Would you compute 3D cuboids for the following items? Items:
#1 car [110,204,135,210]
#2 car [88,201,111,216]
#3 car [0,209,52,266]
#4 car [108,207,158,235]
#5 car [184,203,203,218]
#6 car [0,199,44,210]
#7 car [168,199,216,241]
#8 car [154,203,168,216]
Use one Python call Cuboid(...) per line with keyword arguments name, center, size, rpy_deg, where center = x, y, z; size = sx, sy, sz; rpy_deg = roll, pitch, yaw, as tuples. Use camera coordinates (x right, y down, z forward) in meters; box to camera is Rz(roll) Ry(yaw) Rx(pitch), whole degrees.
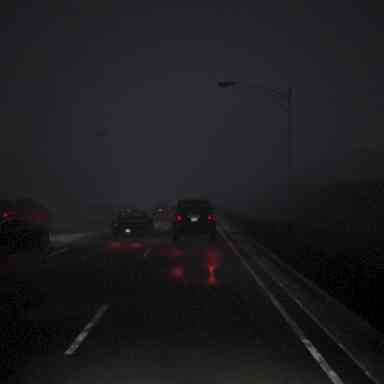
Cuboid(name="car", center=(-6.836, 1.918, 34.947), size=(1.895, 1.301, 4.718), rpy_deg=(0, -1, 0))
Cuboid(name="car", center=(-10.332, 1.821, 37.900), size=(1.882, 1.535, 5.008), rpy_deg=(0, -1, 0))
Cuboid(name="car", center=(-6.900, 1.601, 11.992), size=(2.128, 1.511, 4.902), rpy_deg=(0, -1, 0))
Cuboid(name="car", center=(-3.397, 1.782, 19.886), size=(1.895, 1.301, 4.718), rpy_deg=(0, -1, 0))
Cuboid(name="car", center=(0.164, 1.918, 34.935), size=(1.895, 1.301, 4.718), rpy_deg=(0, -1, 0))
Cuboid(name="car", center=(-10.397, 1.402, 19.873), size=(2.150, 2.045, 5.566), rpy_deg=(0, -1, 0))
Cuboid(name="car", center=(0.103, 1.384, 17.900), size=(2.150, 2.045, 5.566), rpy_deg=(0, -1, 0))
Cuboid(name="car", center=(-3.332, 1.901, 37.134), size=(1.994, 1.385, 4.181), rpy_deg=(0, -1, 0))
